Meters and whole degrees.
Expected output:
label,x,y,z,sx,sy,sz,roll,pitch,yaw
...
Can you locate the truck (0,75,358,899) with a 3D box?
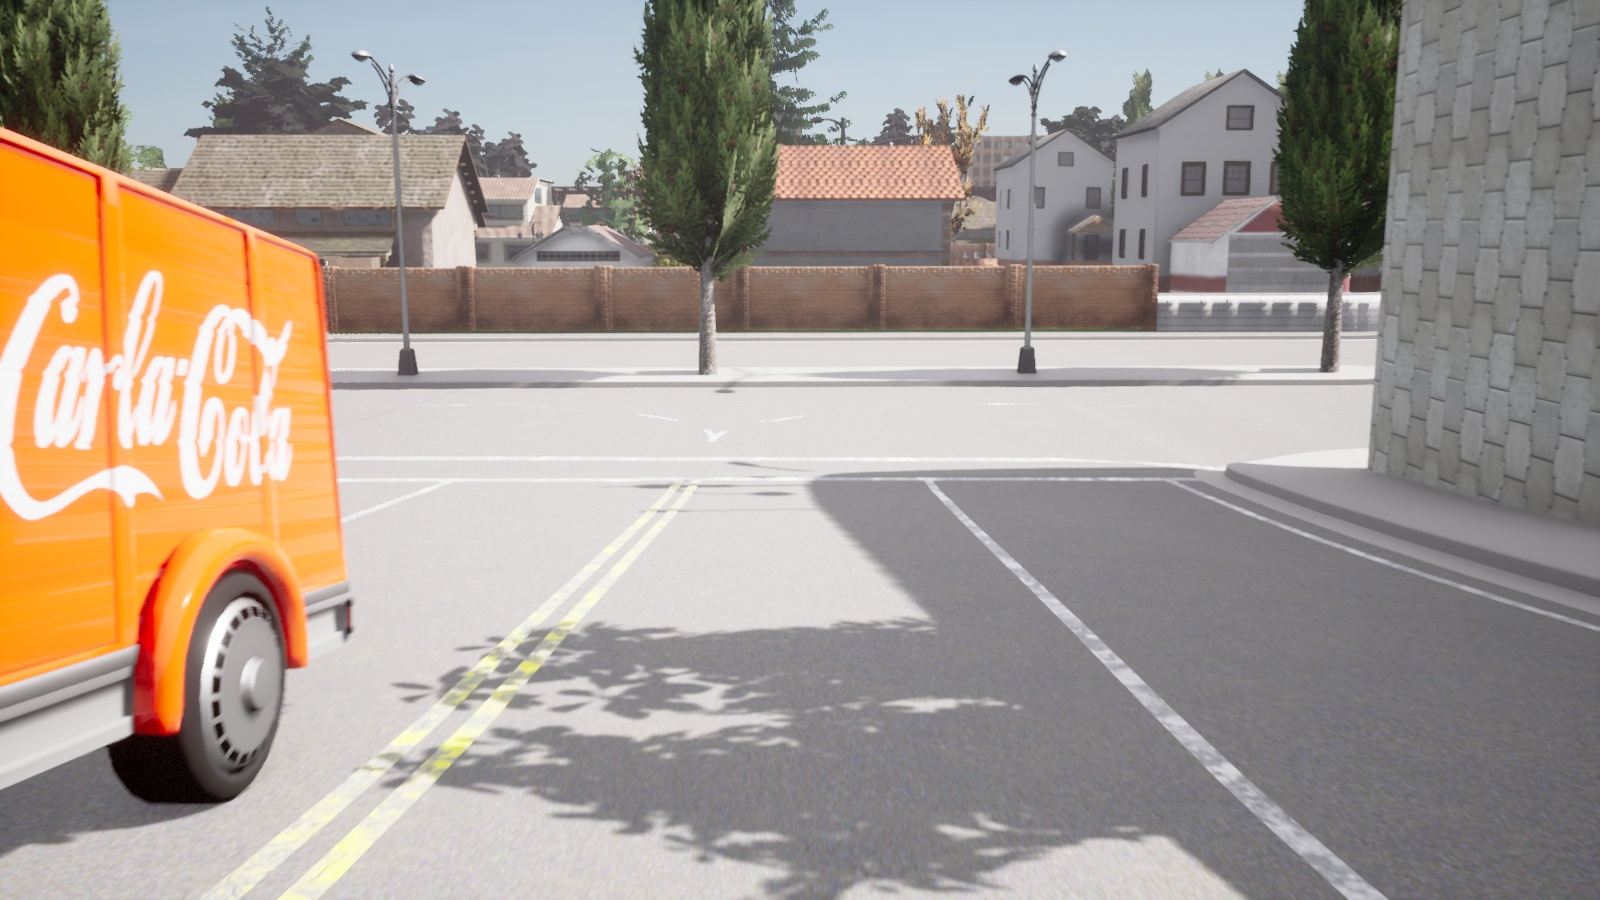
label,x,y,z,sx,sy,sz,roll,pitch,yaw
truck,-3.466,0.222,3.462,2.627,2.467,5.204,0,1,0
